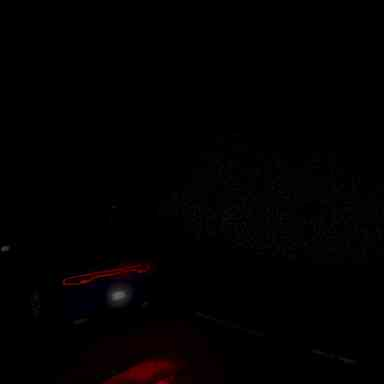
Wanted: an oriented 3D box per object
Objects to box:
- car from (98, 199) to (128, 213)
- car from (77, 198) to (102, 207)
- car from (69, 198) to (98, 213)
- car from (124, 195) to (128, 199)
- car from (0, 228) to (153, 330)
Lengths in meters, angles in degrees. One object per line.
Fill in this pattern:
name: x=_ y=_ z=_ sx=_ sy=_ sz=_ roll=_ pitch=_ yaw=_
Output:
car: x=-9.496 y=1.869 z=41.041 sx=1.895 sy=1.301 sz=4.718 roll=0 pitch=0 yaw=7
car: x=-19.150 y=1.864 z=62.168 sx=1.882 sy=1.535 sz=5.008 roll=0 pitch=0 yaw=19
car: x=-13.057 y=1.727 z=40.374 sx=1.882 sy=1.535 sz=5.008 roll=0 pitch=0 yaw=6
car: x=-14.531 y=1.643 z=64.519 sx=2.150 sy=2.045 sz=5.566 roll=0 pitch=0 yaw=20
car: x=-2.827 y=1.523 z=7.203 sx=1.882 sy=1.535 sz=5.008 roll=0 pitch=0 yaw=-42
